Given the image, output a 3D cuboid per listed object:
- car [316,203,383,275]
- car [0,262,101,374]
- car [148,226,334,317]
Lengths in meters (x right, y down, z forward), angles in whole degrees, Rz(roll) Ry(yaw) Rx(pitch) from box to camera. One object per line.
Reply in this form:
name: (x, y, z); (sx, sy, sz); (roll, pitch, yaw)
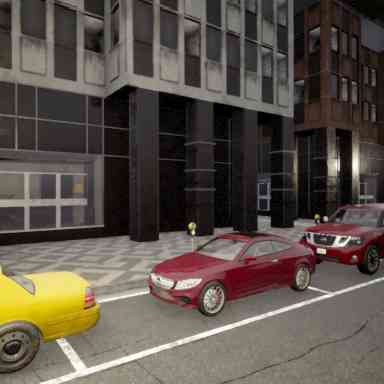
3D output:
car: (5.626, 1.314, 10.653); (5.009, 1.841, 2.192); (0, 0, -35)
car: (-3.640, 1.525, 4.057); (4.829, 1.417, 1.752); (0, 0, -35)
car: (1.062, 1.581, 7.403); (4.206, 1.307, 1.802); (0, 0, -35)
